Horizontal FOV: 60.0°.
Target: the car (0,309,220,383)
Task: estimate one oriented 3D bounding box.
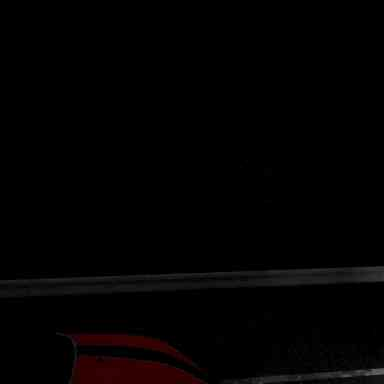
[{"bbox_3d":[-1.835,1.352,1.684,4.553,1.767,2.097,0,0,-7],"label":"car"}]
